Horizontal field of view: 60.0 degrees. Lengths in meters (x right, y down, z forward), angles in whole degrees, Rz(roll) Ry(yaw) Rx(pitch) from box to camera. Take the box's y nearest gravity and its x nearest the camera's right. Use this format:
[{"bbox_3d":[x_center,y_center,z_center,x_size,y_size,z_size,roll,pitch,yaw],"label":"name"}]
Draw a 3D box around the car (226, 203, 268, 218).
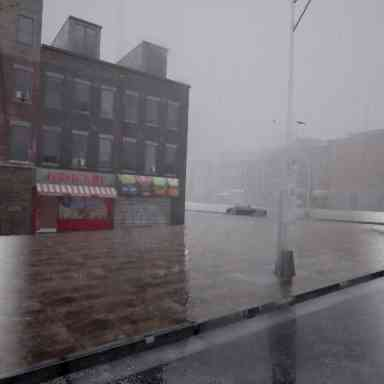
[{"bbox_3d":[5.257,1.696,29.764,1.895,1.301,4.718,3,-2,-35],"label":"car"}]
